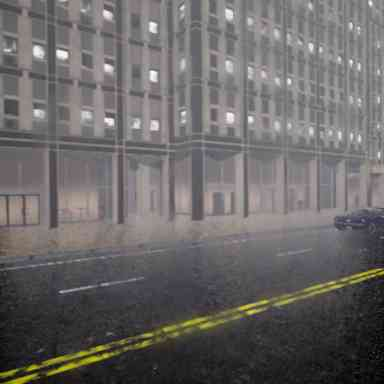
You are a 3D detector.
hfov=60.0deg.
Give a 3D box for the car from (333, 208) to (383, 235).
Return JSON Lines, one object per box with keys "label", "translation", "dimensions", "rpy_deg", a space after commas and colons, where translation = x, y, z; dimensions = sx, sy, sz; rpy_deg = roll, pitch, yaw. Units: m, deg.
{"label": "car", "translation": [10.087, 1.566, 18.866], "dimensions": [4.718, 1.301, 1.895], "rpy_deg": [0, 0, -35]}
